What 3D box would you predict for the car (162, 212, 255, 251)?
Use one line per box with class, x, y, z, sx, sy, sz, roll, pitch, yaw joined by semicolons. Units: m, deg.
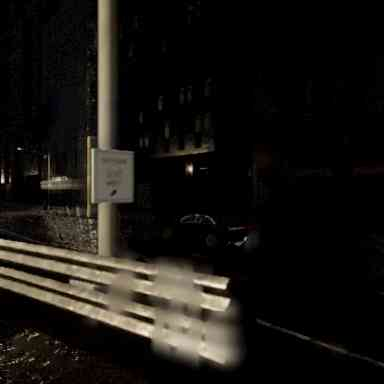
car;0.551;1.654;15.066;2.128;1.511;4.902;0;0;-41
